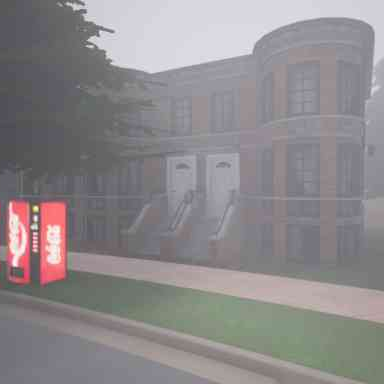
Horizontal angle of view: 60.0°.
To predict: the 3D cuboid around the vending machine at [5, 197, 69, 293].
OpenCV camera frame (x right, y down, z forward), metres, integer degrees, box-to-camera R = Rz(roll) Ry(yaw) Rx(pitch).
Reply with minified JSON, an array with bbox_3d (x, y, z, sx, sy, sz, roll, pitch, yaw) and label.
[{"bbox_3d":[-3.740,1.194,8.069,0.880,2.100,1.100,0,0,26],"label":"vending machine"}]
